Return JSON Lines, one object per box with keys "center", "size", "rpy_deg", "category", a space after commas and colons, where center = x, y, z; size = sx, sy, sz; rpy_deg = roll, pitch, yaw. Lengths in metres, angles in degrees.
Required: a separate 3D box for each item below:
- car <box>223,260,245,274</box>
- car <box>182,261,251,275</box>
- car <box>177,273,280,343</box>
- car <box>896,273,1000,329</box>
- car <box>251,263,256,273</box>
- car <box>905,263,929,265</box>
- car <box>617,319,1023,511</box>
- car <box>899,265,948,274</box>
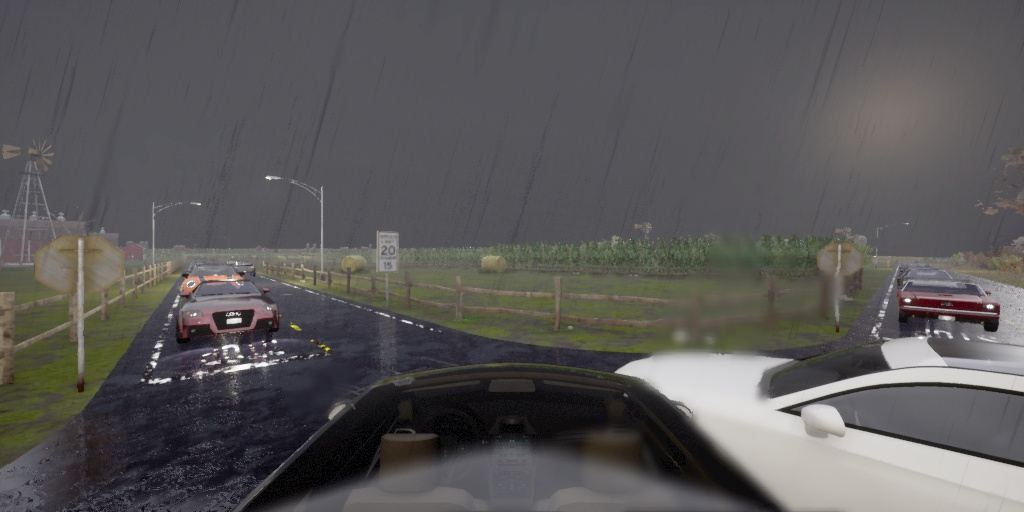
{"center": [-33.546, 1.288, 43.211], "size": [1.837, 1.490, 4.892], "rpy_deg": [0, 0, -41], "category": "car"}
{"center": [-13.658, 1.134, 16.451], "size": [2.097, 1.767, 4.553], "rpy_deg": [0, 0, -42], "category": "car"}
{"center": [-7.906, 1.352, 9.946], "size": [1.994, 1.385, 4.181], "rpy_deg": [0, 0, -42], "category": "car"}
{"center": [13.558, 1.392, 11.342], "size": [4.718, 1.301, 1.895], "rpy_deg": [0, 1, -43], "category": "car"}
{"center": [-26.852, 1.269, 35.729], "size": [2.128, 1.511, 4.902], "rpy_deg": [0, 0, -41], "category": "car"}
{"center": [27.437, 1.387, 24.110], "size": [4.181, 1.385, 1.994], "rpy_deg": [0, 1, -43], "category": "car"}
{"center": [2.846, 1.293, 2.320], "size": [1.812, 1.442, 4.674], "rpy_deg": [0, 1, -44], "category": "car"}
{"center": [20.659, 1.353, 17.880], "size": [5.357, 1.411, 2.033], "rpy_deg": [0, 1, -43], "category": "car"}
